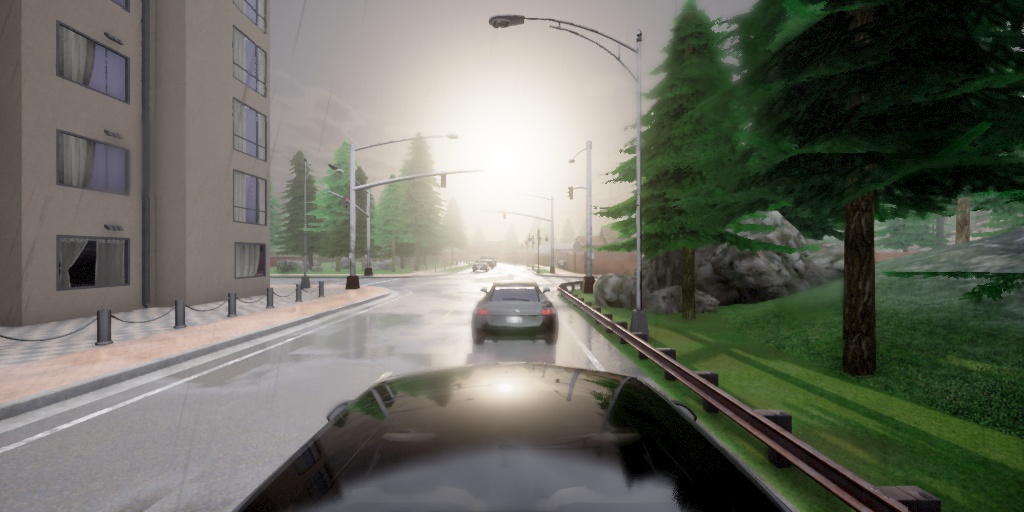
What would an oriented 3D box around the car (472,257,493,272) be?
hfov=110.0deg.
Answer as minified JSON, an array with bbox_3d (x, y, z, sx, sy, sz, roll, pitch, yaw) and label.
[{"bbox_3d":[-3.934,1.212,45.624,2.128,1.511,4.902,0,0,0],"label":"car"}]

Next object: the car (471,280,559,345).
[{"bbox_3d":[0.083,1.314,9.536,1.994,1.385,4.181,0,0,1],"label":"car"}]

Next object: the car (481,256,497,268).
[{"bbox_3d":[-3.977,0.942,56.232,2.150,2.045,5.566,0,0,0],"label":"car"}]
